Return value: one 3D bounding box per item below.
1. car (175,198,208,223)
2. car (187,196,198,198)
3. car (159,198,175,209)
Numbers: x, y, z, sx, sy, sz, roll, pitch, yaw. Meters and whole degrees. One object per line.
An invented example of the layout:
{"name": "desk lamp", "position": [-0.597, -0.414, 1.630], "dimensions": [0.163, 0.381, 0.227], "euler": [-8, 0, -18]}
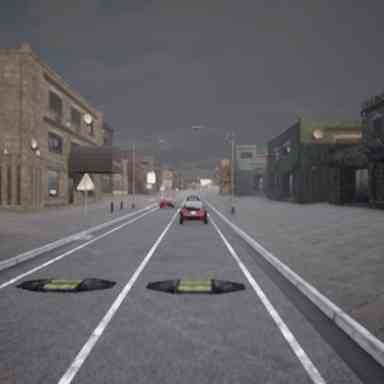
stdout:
{"name": "car", "position": [0.103, 1.421, 24.691], "dimensions": [2.163, 1.488, 4.792], "euler": [0, 0, 0]}
{"name": "car", "position": [0.106, 1.238, 42.645], "dimensions": [2.033, 1.649, 4.856], "euler": [0, 0, 0]}
{"name": "car", "position": [-3.082, 1.416, 41.701], "dimensions": [1.895, 1.301, 4.718], "euler": [0, 0, 0]}
